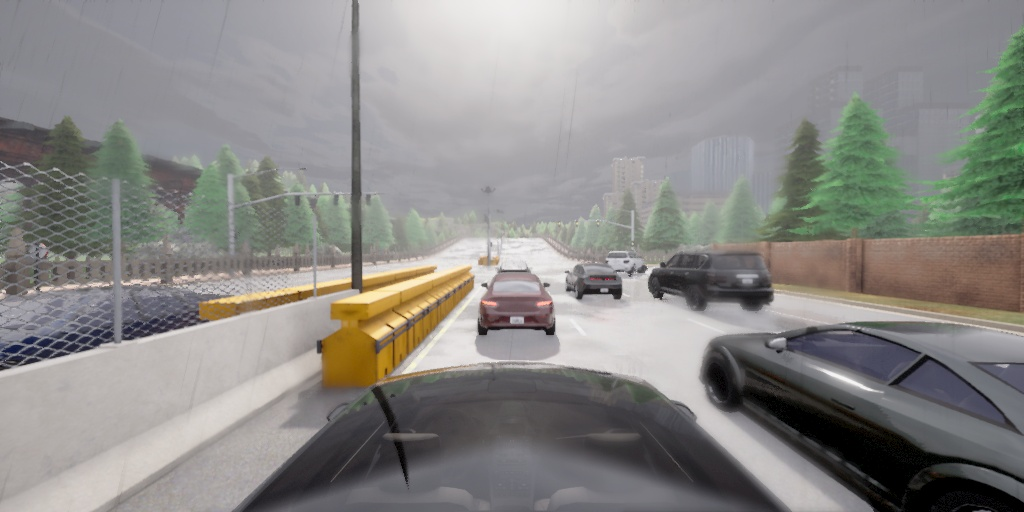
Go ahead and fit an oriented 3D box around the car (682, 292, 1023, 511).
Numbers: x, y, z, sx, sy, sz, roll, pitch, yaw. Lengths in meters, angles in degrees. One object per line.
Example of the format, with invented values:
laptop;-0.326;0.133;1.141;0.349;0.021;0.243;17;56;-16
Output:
car;3.597;1.293;3.319;1.994;1.385;4.181;0;1;0

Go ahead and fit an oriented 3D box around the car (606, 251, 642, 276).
car;9.960;0.599;31.340;2.150;2.045;5.566;-1;0;34

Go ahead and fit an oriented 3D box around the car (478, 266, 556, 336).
car;0.104;1.173;9.880;1.812;1.442;4.674;0;0;0

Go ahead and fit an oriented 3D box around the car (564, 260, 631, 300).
car;3.605;1.069;16.418;1.837;1.490;4.892;0;1;0

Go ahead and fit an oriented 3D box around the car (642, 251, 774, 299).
car;7.104;0.823;13.495;2.150;2.045;5.566;0;1;0

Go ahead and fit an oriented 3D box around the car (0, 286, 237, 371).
car;-7.082;1.244;5.982;2.033;1.411;5.357;0;1;0

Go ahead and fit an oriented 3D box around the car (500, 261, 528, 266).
car;0.107;1.021;19.124;2.128;1.511;4.902;0;1;0
